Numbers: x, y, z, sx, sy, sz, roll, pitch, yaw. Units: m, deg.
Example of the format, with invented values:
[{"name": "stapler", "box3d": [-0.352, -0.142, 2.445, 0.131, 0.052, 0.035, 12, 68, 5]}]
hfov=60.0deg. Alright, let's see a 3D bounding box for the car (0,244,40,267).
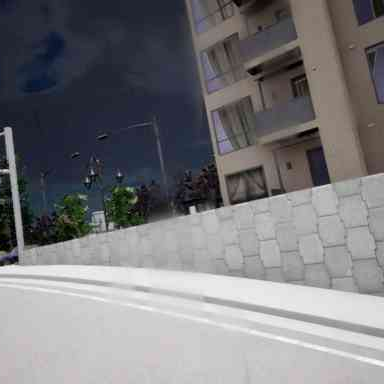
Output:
[{"name": "car", "box3d": [-15.501, 5.650, 29.609, 2.097, 1.767, 4.553, -15, -9, 35]}]
